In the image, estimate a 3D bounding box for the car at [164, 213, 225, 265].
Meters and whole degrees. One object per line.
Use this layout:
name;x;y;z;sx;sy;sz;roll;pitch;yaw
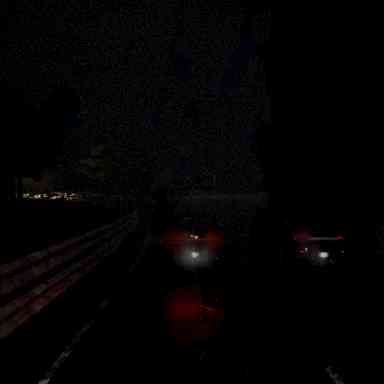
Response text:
car;0.083;1.515;11.650;1.837;1.490;4.892;0;0;0

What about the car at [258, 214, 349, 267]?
car;3.584;1.501;11.495;2.128;1.511;4.902;0;0;0

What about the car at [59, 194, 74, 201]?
car;-26.686;1.120;71.261;5.357;1.411;2.033;1;1;44

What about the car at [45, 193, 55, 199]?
car;-34.112;0.840;78.909;1.994;1.385;4.181;0;1;-39
